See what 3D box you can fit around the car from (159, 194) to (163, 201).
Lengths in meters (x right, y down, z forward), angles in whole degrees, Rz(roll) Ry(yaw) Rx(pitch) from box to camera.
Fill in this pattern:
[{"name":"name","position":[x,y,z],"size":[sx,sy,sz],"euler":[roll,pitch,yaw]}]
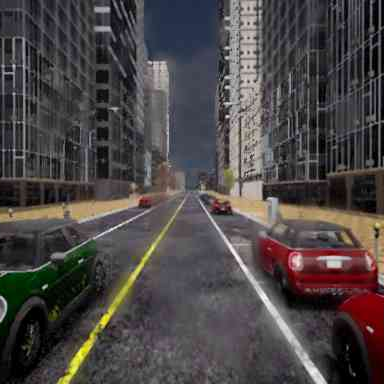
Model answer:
[{"name":"car","position":[-5.701,1.189,48.083],"size":[1.802,1.307,4.206],"euler":[0,1,0]}]

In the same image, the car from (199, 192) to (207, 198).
[{"name":"car","position":[2.672,0.733,82.228],"size":[1.967,1.590,4.097],"euler":[0,1,0]}]

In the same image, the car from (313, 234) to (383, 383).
[{"name":"car","position":[2.691,1.419,2.538],"size":[1.967,1.590,4.097],"euler":[0,0,0]}]

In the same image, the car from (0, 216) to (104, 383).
[{"name":"car","position":[-3.001,1.309,5.471],"size":[2.097,1.767,4.553],"euler":[0,0,0]}]

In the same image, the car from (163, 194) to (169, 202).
[{"name":"car","position":[-5.703,1.050,59.467],"size":[1.887,1.381,4.507],"euler":[0,1,0]}]

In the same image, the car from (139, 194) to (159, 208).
[{"name":"car","position":[-5.699,1.202,42.389],"size":[1.887,1.381,4.507],"euler":[0,1,0]}]

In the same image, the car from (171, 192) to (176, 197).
[{"name":"car","position":[-5.712,0.710,93.451],"size":[1.752,1.417,4.829],"euler":[0,1,0]}]

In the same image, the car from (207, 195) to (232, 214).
[{"name":"car","position":[2.684,1.299,31.001],"size":[1.887,1.381,4.507],"euler":[0,0,0]}]

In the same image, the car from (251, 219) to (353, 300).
[{"name":"car","position":[2.689,1.376,8.230],"size":[1.967,1.590,4.097],"euler":[0,0,0]}]

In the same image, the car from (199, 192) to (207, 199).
[{"name":"car","position":[2.677,1.071,59.461],"size":[1.947,1.339,4.313],"euler":[0,1,0]}]

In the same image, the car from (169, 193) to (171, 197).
[{"name":"car","position":[-5.705,1.020,65.159],"size":[1.947,1.339,4.313],"euler":[0,1,0]}]

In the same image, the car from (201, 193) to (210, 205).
[{"name":"car","position":[2.680,1.172,48.077],"size":[1.947,1.339,4.313],"euler":[0,1,0]}]

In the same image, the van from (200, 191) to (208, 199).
[{"name":"van","position":[2.674,0.689,76.536],"size":[1.690,1.788,3.998],"euler":[0,1,0]}]
